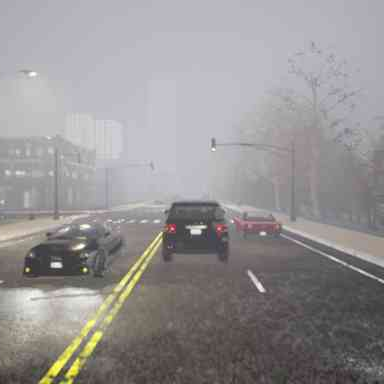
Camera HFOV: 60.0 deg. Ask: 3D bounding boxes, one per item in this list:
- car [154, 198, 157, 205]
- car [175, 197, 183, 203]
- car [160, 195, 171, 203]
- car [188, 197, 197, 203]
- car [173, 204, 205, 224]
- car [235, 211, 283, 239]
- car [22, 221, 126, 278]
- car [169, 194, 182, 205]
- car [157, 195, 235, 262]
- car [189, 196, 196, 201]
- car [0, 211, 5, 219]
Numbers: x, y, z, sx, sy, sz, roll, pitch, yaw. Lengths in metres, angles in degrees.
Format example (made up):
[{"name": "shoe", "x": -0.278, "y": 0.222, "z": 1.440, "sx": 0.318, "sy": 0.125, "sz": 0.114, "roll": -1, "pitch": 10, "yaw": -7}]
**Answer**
[{"name": "car", "x": -6.423, "y": 1.898, "z": 65.293, "sx": 1.895, "sy": 1.301, "sz": 4.718, "roll": 0, "pitch": 0, "yaw": 0}, {"name": "car", "x": -3.140, "y": 1.891, "z": 80.846, "sx": 1.812, "sy": 1.442, "sz": 4.674, "roll": 0, "pitch": 0, "yaw": 0}, {"name": "car", "x": -6.390, "y": 1.722, "z": 80.836, "sx": 2.097, "sy": 1.767, "sz": 4.553, "roll": 0, "pitch": 0, "yaw": 0}, {"name": "car", "x": 0.109, "y": 1.888, "z": 81.591, "sx": 2.128, "sy": 1.511, "sz": 4.902, "roll": 0, "pitch": 0, "yaw": 0}, {"name": "car", "x": -0.343, "y": 1.727, "z": 26.846, "sx": 1.895, "sy": 1.301, "sz": 4.718, "roll": 0, "pitch": 0, "yaw": -8}, {"name": "car", "x": 3.373, "y": 1.686, "z": 17.965, "sx": 1.895, "sy": 1.301, "sz": 4.718, "roll": 0, "pitch": 0, "yaw": 0}, {"name": "car", "x": -3.325, "y": 1.612, "z": 10.145, "sx": 1.994, "sy": 1.385, "sz": 4.181, "roll": 0, "pitch": 0, "yaw": 0}, {"name": "car", "x": -3.177, "y": 1.519, "z": 65.334, "sx": 2.150, "sy": 2.045, "sz": 5.566, "roll": 0, "pitch": 0, "yaw": 1}, {"name": "car", "x": 0.116, "y": 1.280, "z": 12.525, "sx": 2.150, "sy": 2.045, "sz": 5.566, "roll": 0, "pitch": 0, "yaw": 0}, {"name": "car", "x": 0.124, "y": 1.788, "z": 92.010, "sx": 2.033, "sy": 1.411, "sz": 5.357, "roll": 0, "pitch": 0, "yaw": 0}, {"name": "car", "x": -19.913, "y": 1.962, "z": 31.183, "sx": 4.313, "sy": 1.339, "sz": 1.947, "roll": -1, "pitch": 1, "yaw": 0}]
